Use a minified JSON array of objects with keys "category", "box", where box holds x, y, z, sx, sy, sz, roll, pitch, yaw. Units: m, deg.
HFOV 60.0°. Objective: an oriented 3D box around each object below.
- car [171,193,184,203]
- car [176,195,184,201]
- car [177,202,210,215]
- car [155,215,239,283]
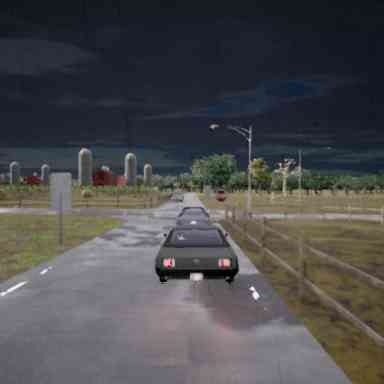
[{"category":"car","box":[-2.783,1.142,61.995,2.097,1.767,4.553,0,0,1]},{"category":"car","box":[-2.744,1.317,76.853,1.895,1.301,4.718,0,0,0]},{"category":"car","box":[0.096,1.512,18.806,1.994,1.385,4.181,0,0,0]},{"category":"car","box":[0.107,1.576,9.537,1.895,1.301,4.718,0,0,0]}]
